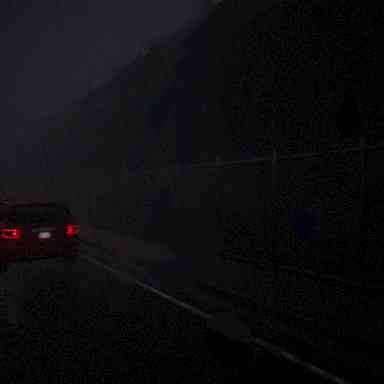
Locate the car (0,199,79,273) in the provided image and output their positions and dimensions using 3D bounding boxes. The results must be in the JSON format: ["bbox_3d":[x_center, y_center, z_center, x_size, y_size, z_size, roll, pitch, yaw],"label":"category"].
[{"bbox_3d":[-5.519,1.255,11.206,2.150,2.045,5.566,0,0,-35],"label":"car"}]
